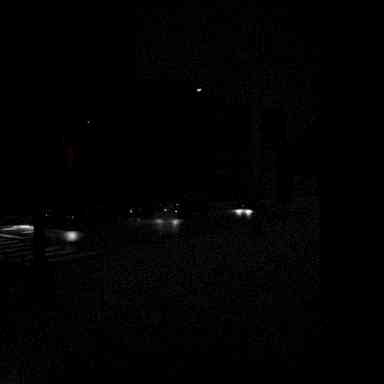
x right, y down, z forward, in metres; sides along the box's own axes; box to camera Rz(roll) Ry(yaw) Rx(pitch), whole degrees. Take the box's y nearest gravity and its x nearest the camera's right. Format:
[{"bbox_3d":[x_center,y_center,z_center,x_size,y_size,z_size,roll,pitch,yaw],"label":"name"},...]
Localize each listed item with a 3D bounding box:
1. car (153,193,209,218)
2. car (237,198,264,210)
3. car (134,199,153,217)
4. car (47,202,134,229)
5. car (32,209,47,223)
[{"bbox_3d":[-0.592,1.121,29.559,2.150,2.045,5.566,0,0,35],"label":"car"},{"bbox_3d":[7.111,1.407,40.407,1.994,1.385,4.181,0,0,35],"label":"car"},{"bbox_3d":[-3.825,1.402,30.608,2.128,1.511,4.902,0,0,35],"label":"car"},{"bbox_3d":[-6.337,1.419,21.452,1.882,1.535,5.008,0,0,34],"label":"car"},{"bbox_3d":[-8.940,1.511,23.388,1.994,1.385,4.181,0,0,35],"label":"car"}]
